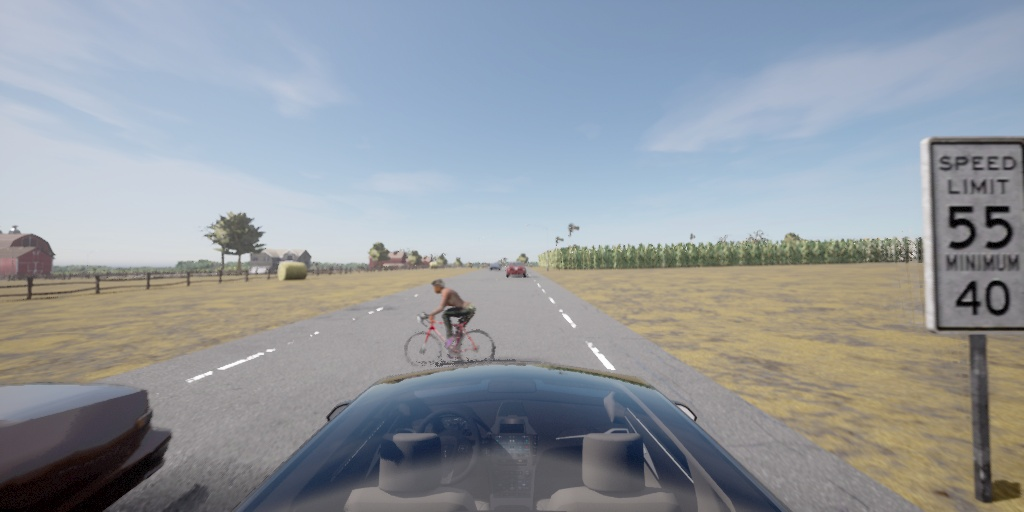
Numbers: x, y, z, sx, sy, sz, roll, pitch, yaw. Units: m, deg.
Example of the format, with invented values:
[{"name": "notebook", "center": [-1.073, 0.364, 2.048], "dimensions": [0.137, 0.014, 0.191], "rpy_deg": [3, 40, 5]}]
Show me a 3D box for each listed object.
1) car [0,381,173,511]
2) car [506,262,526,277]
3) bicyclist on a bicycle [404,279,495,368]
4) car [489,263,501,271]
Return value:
[{"name": "car", "center": [-3.631, 1.287, 0.390], "dimensions": [2.033, 1.411, 5.357], "rpy_deg": [0, 0, 1]}, {"name": "car", "center": [0.465, 1.395, 39.995], "dimensions": [2.097, 1.767, 4.553], "rpy_deg": [0, 0, 1]}, {"name": "bicyclist on a bicycle", "center": [-1.148, 1.236, 6.494], "dimensions": [1.656, 1.620, 0.582], "rpy_deg": [-2, 0, 1]}, {"name": "car", "center": [-2.958, 1.903, 63.062], "dimensions": [2.033, 1.411, 5.357], "rpy_deg": [0, -1, 1]}]
